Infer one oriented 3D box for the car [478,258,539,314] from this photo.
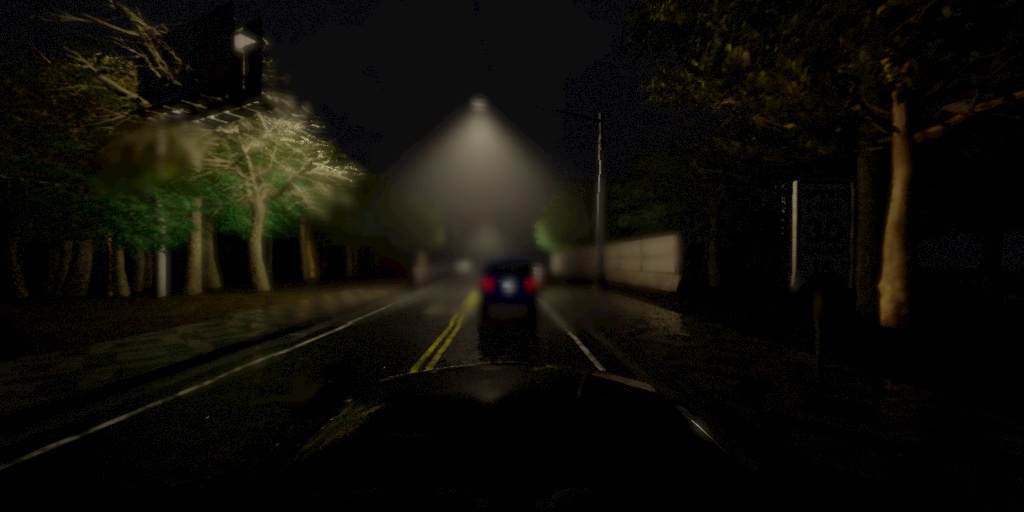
[{"bbox_3d":[-0.154,1.093,14.496,2.150,2.045,5.566,0,0,-1],"label":"car"}]
